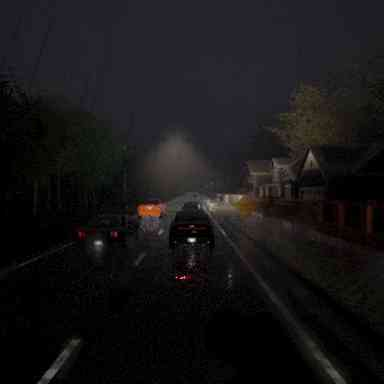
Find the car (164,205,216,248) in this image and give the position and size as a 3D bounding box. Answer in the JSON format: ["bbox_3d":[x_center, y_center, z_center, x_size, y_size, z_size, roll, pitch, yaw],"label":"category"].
[{"bbox_3d":[0.000,1.517,14.650,1.837,1.490,4.892,0,0,0],"label":"car"}]

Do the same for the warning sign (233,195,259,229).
[{"bbox_3d":[3.044,1.116,18.996,1.300,1.860,1.060,0,0,0],"label":"warning sign"}]

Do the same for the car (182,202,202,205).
[{"bbox_3d":[0.000,1.574,29.650,1.994,1.385,4.181,0,0,0],"label":"car"}]

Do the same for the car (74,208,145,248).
[{"bbox_3d":[-3.500,1.617,14.680,1.895,1.301,4.718,0,0,0],"label":"car"}]

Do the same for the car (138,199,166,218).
[{"bbox_3d":[-3.501,1.368,29.620,2.097,1.767,4.553,0,0,0],"label":"car"}]
